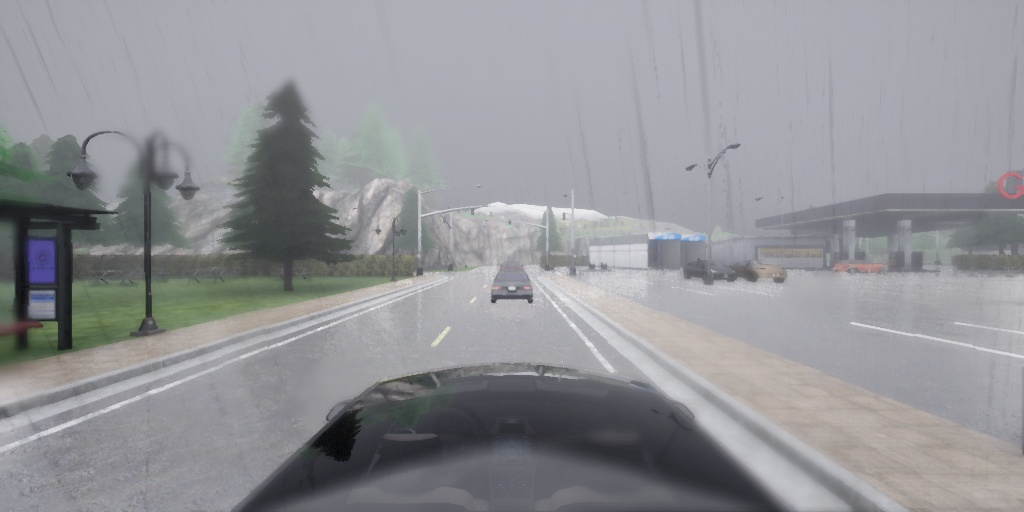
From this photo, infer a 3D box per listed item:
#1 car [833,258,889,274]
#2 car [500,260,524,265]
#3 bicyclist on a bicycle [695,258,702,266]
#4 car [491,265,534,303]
[{"bbox_3d":[37.527,1.116,38.567,4.553,1.767,2.097,0,0,1],"label":"car"},{"bbox_3d":[0.000,1.115,31.470,2.097,1.767,4.553,0,0,0],"label":"car"},{"bbox_3d":[18.298,1.049,34.988,0.582,1.620,1.656,0,0,1],"label":"bicyclist on a bicycle"},{"bbox_3d":[0.000,1.312,16.500,2.033,1.411,5.357,0,0,0],"label":"car"}]
